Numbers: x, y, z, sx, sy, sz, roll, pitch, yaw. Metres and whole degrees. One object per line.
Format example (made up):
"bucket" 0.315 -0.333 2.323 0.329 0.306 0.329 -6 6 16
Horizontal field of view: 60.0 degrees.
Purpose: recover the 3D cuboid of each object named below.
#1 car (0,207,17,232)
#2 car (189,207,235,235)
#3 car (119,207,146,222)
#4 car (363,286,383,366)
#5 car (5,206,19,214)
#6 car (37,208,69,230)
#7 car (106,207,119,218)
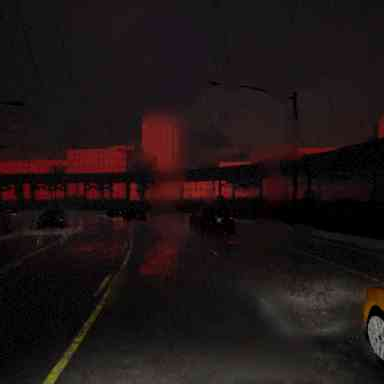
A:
"car" -13.232 1.947 21.438 1.882 1.535 5.008 0 -2 -13
"car" 1.178 1.765 21.718 2.097 1.767 4.553 0 -1 -11
"car" -6.091 2.284 34.902 1.882 1.535 5.008 0 -2 -19
"car" 3.430 1.498 2.815 1.882 1.535 5.008 0 -1 -1
"car" -33.166 3.298 59.910 4.892 1.490 1.837 -2 -2 34
"car" -10.792 2.068 26.033 1.882 1.535 5.008 0 -2 -16
"car" -10.026 2.642 44.086 1.994 1.385 4.181 0 -2 -27
